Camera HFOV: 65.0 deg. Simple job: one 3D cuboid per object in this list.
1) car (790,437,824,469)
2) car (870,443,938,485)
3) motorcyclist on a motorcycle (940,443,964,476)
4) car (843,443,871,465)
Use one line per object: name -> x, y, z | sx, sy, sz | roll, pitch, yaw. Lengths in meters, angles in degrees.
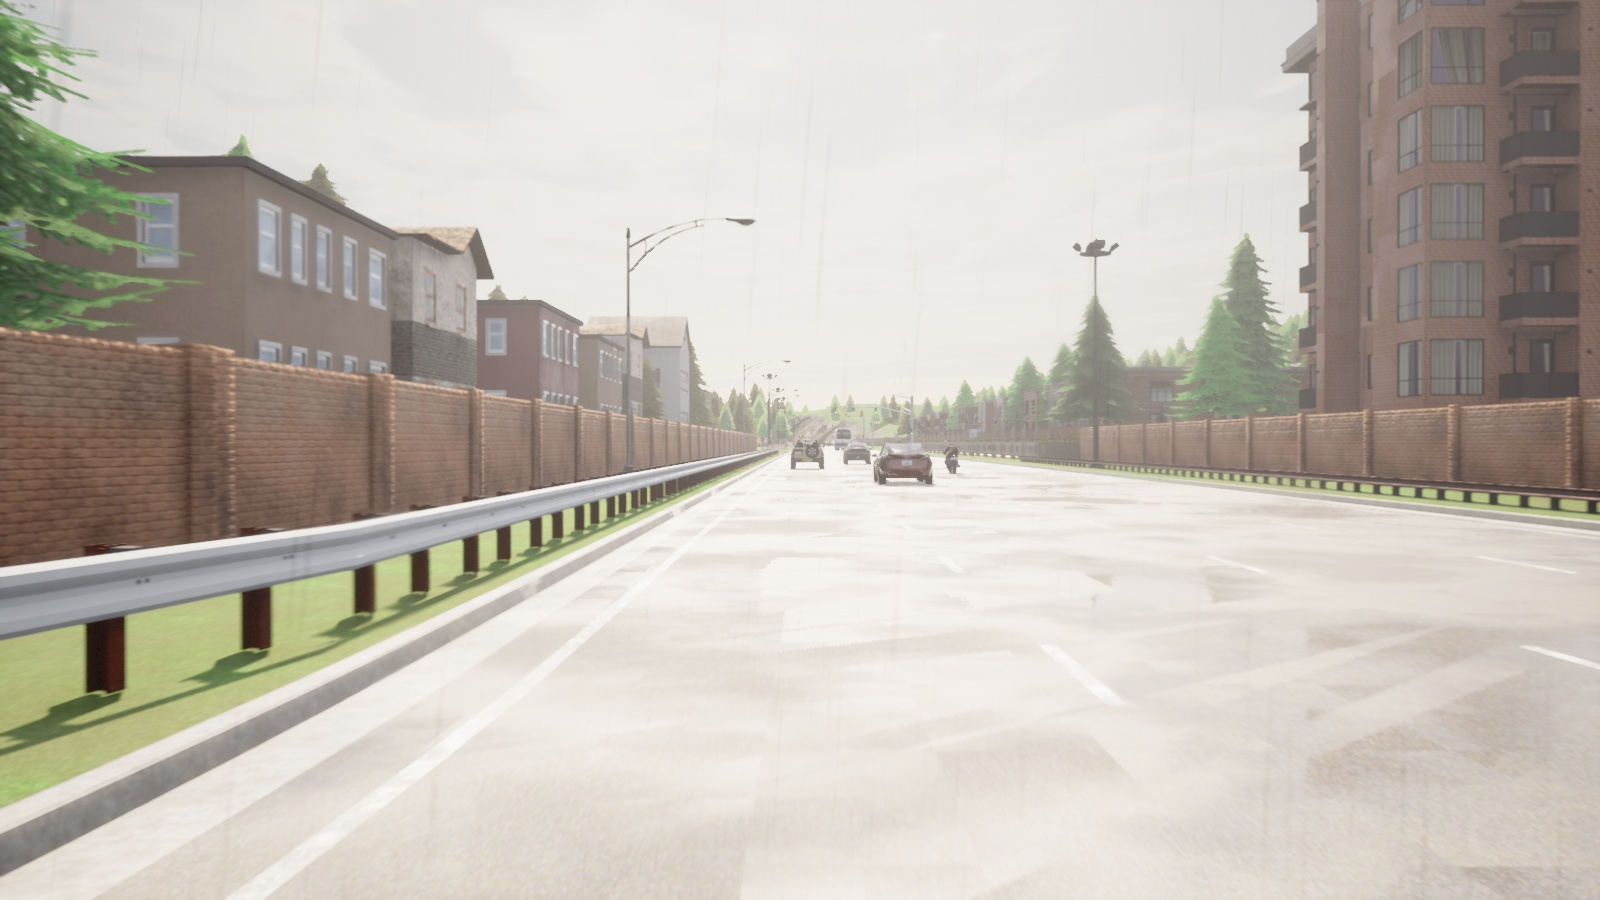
car -> 0.432, 0.152, 73.330 | 1.932, 1.855, 4.605 | 0, 0, 0
car -> 3.780, 0.488, 46.555 | 2.163, 1.488, 4.792 | 0, 0, 0
motorcyclist on a motorcycle -> 7.362, 0.445, 60.920 | 0.866, 1.530, 2.191 | 0, 0, 0
car -> 4.022, 0.254, 89.248 | 1.837, 1.490, 4.892 | 0, 0, 0
